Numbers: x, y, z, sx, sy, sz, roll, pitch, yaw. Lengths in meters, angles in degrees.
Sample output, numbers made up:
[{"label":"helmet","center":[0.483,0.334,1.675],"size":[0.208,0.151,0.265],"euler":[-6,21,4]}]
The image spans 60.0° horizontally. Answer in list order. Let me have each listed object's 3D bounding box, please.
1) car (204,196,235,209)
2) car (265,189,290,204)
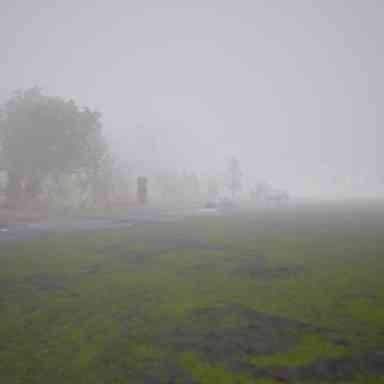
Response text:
[{"label":"car","center":[3.178,1.189,37.745],"size":[1.994,1.385,4.181],"euler":[1,1,37]},{"label":"car","center":[13.119,0.522,50.866],"size":[2.150,2.045,5.566],"euler":[1,1,37]}]
